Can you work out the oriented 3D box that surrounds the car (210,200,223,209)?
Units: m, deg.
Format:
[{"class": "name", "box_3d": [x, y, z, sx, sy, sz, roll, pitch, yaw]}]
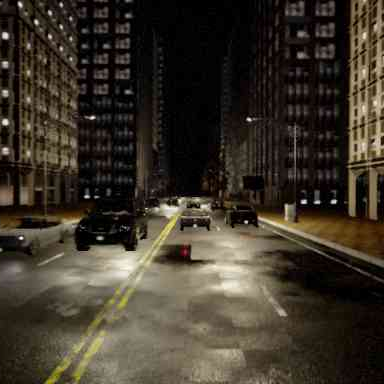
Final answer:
[{"class": "car", "box_3d": [3.467, 1.806, 44.702, 2.033, 1.411, 5.357, 0, 0, 0]}]

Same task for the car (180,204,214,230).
[{"class": "car", "box_3d": [0.197, 1.727, 21.897, 1.895, 1.301, 4.718, 0, 0, 0]}]

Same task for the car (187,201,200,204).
[{"class": "car", "box_3d": [0.220, 1.854, 46.186, 1.895, 1.301, 4.718, 0, 0, 0]}]

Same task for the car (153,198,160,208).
[{"class": "car", "box_3d": [-6.419, 1.747, 54.974, 1.882, 1.535, 5.008, 0, 0, 1]}]

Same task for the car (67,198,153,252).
[{"class": "car", "box_3d": [-3.259, 1.293, 14.581, 2.150, 2.045, 5.566, 0, 0, 0]}]

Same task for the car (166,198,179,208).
[{"class": "car", "box_3d": [-3.168, 1.777, 55.402, 2.128, 1.511, 4.902, 0, 0, 1]}]

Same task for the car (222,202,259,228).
[{"class": "car", "box_3d": [3.448, 1.654, 23.549, 1.837, 1.490, 4.892, 0, 0, 0]}]

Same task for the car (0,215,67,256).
[{"class": "car", "box_3d": [-6.513, 1.653, 13.418, 1.895, 1.301, 4.718, 0, 0, 0]}]
